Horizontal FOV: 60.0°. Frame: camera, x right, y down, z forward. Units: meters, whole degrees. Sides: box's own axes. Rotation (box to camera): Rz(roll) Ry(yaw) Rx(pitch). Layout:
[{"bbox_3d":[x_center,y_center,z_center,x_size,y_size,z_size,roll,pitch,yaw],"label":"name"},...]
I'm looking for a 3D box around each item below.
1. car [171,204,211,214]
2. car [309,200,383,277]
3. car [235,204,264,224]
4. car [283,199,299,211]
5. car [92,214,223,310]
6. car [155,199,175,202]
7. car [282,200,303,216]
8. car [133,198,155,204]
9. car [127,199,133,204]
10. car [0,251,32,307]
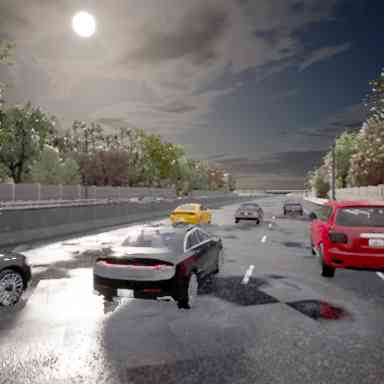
[{"bbox_3d":[0.037,1.558,22.952,1.882,1.535,5.008,0,0,16],"label":"car"},{"bbox_3d":[4.902,1.254,10.134,2.150,2.045,5.566,0,0,16],"label":"car"},{"bbox_3d":[4.543,1.636,26.095,2.033,1.411,5.357,0,0,16],"label":"car"},{"bbox_3d":[13.174,1.715,44.393,1.994,1.385,4.181,0,0,16],"label":"car"},{"bbox_3d":[-0.484,1.518,8.027,2.128,1.511,4.902,0,0,16],"label":"car"},{"bbox_3d":[-3.481,1.750,50.195,1.994,1.385,4.181,0,0,16],"label":"car"},{"bbox_3d":[10.462,1.606,34.460,2.128,1.511,4.902,0,0,16],"label":"car"},{"bbox_3d":[-6.804,1.698,51.305,1.837,1.490,4.892,0,0,16],"label":"car"},{"bbox_3d":[-9.256,1.739,55.526,1.812,1.442,4.674,0,0,16],"label":"car"},{"bbox_3d":[-4.847,1.513,5.402,2.128,1.511,4.902,0,0,16],"label":"car"}]
